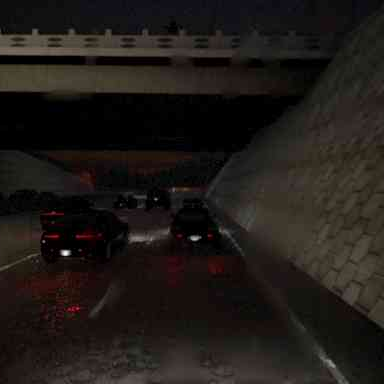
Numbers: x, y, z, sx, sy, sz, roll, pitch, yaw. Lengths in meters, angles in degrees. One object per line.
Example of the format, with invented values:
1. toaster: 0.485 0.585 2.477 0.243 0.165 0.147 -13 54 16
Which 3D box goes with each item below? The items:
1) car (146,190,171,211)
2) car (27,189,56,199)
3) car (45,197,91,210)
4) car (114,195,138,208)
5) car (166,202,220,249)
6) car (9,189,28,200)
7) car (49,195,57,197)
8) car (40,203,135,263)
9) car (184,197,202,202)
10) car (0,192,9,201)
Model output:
1. car: -3.410 0.774 34.115 2.150 2.045 5.566 0 1 0
2. car: -21.092 0.727 47.713 2.097 1.767 4.553 0 1 0
3. car: -6.905 1.255 18.989 1.837 1.490 4.892 0 1 0
4. car: -6.911 1.033 34.981 2.128 1.511 4.902 0 1 0
5. car: 0.084 1.347 13.501 1.812 1.442 4.674 0 1 0
6. car: -24.588 0.585 48.694 2.150 2.045 5.566 0 1 0
7. car: -10.409 1.158 29.669 2.033 1.411 5.357 0 1 0
8. car: -3.404 1.354 11.371 1.837 1.490 4.892 0 1 0
9. car: 0.090 1.162 33.434 1.895 1.301 4.718 0 1 0
10. car: -28.093 0.748 46.232 2.097 1.767 4.553 0 1 0
